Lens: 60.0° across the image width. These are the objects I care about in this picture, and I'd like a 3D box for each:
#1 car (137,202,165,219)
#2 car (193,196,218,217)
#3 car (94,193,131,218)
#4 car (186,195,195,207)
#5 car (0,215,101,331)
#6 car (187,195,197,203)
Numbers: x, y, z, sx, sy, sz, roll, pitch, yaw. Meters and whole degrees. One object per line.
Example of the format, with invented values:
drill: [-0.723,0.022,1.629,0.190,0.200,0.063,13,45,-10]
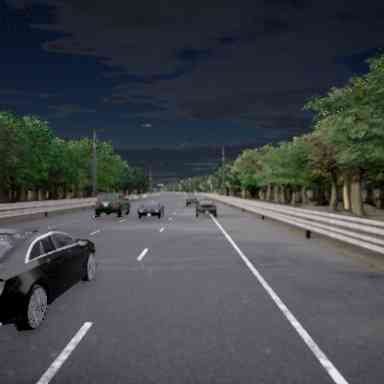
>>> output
car: [-3.390,1.512,28.476,1.895,1.301,4.718,0,0,0]
car: [1.235,1.412,29.752,1.837,1.490,4.892,0,0,0]
car: [-6.889,1.130,29.238,2.150,2.045,5.566,0,0,0]
car: [0.025,1.352,49.105,1.837,1.490,4.892,0,0,0]
car: [-3.398,1.470,6.777,2.128,1.511,4.902,0,0,0]
car: [0.023,1.309,66.855,1.837,1.490,4.892,0,0,0]
